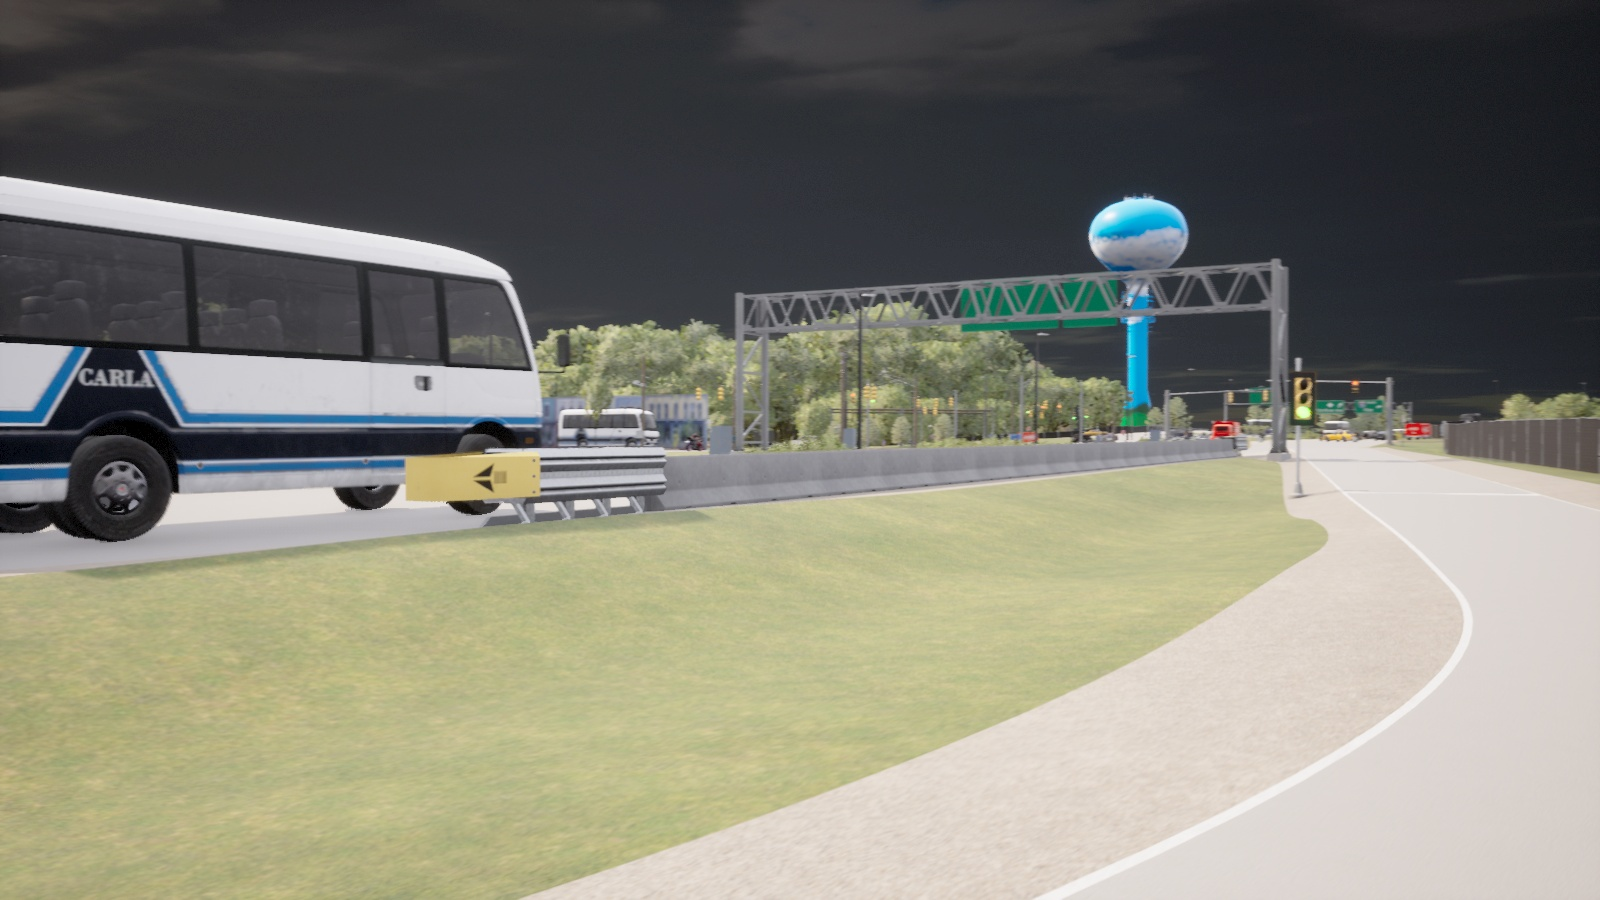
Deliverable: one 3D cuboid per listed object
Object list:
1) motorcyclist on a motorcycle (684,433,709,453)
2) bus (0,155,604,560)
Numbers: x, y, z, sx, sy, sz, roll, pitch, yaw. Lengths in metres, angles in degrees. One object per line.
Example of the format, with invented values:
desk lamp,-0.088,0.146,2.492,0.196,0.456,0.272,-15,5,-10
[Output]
motorcyclist on a motorcycle,-7.996,-0.557,97.497,0.866,1.530,2.191,0,0,29
bus,-7.751,-1.038,17.807,3.944,4.253,10.273,0,1,33
